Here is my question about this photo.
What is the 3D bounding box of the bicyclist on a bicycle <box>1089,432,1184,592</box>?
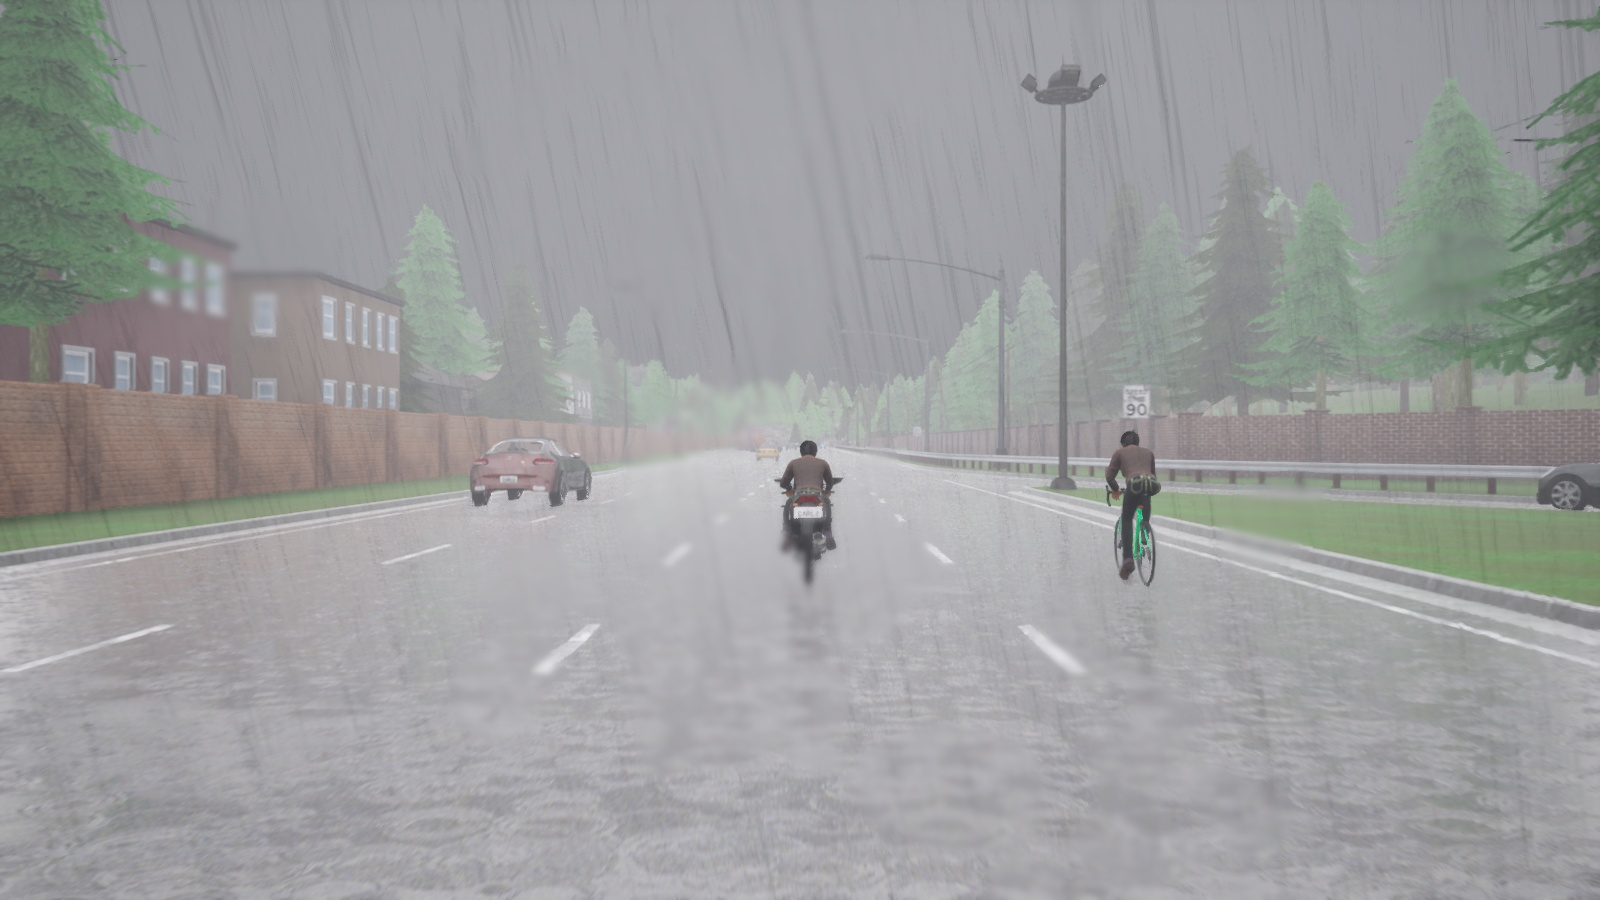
[{"bbox_3d":[3.592,0.624,13.510,0.582,1.620,1.656,0,0,0],"label":"bicyclist on a bicycle"}]

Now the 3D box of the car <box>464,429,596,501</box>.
[{"bbox_3d":[-6.647,0.337,31.488,2.152,1.651,5.027,0,0,1],"label":"car"}]

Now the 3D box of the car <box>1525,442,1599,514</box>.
[{"bbox_3d":[17.475,0.575,25.986,1.970,1.475,3.806,0,0,-34],"label":"car"}]

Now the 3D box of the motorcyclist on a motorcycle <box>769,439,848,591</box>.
[{"bbox_3d":[0.093,0.649,13.662,0.797,1.523,2.044,0,0,0],"label":"motorcyclist on a motorcycle"}]
